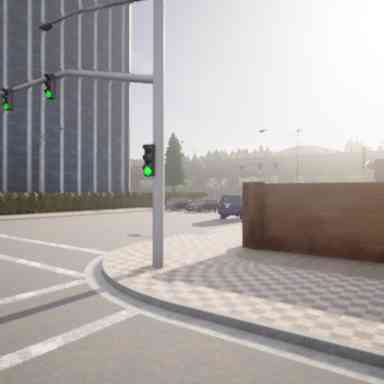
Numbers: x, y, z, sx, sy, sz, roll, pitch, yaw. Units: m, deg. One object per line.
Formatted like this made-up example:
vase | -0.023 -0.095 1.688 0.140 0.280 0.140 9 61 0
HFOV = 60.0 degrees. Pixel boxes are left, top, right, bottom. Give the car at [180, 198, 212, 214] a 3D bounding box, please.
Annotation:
car | 1.171 1.416 35.147 1.837 1.490 4.892 0 0 35

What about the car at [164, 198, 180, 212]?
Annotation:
car | -1.634 1.387 37.243 2.128 1.511 4.902 0 0 35

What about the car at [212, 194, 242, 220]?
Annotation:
car | 4.200 1.169 27.154 2.150 2.045 5.566 0 1 35
